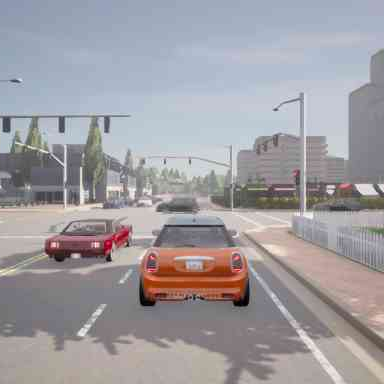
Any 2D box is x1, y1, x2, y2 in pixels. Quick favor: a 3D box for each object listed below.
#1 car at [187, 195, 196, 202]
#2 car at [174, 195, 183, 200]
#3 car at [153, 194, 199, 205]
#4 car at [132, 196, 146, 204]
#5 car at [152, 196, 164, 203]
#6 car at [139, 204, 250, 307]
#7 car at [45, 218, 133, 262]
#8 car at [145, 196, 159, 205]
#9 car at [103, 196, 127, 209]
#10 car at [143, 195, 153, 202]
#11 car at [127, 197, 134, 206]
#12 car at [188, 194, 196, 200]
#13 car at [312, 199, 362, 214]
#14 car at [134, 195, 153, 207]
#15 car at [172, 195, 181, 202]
[{"bbox_3d":[-0.046,1.531,77.503,2.033,1.411,5.357,0,0,0],"label":"car"},{"bbox_3d":[-3.552,1.425,87.774,1.994,1.385,4.181,0,0,0],"label":"car"},{"bbox_3d":[-1.435,1.352,34.645,4.553,1.767,2.097,0,0,0],"label":"car"},{"bbox_3d":[-10.569,1.563,66.445,1.994,1.385,4.181,0,0,0],"label":"car"},{"bbox_3d":[-7.041,1.595,69.411,1.895,1.301,4.718,0,0,0],"label":"car"},{"bbox_3d":[0.059,1.352,8.167,2.097,1.767,4.553,0,0,0],"label":"car"},{"bbox_3d":[-3.423,1.601,12.061,1.895,1.301,4.718,0,0,0],"label":"car"},{"bbox_3d":[-7.107,1.505,59.332,1.837,1.490,4.892,0,0,0],"label":"car"},{"bbox_3d":[-10.620,1.352,45.192,2.097,1.767,4.553,0,0,0],"label":"car"},{"bbox_3d":[-10.547,1.489,80.258,1.837,1.490,4.892,0,0,0],"label":"car"},{"bbox_3d":[-10.622,1.564,53.803,1.994,1.385,4.181,0,0,0],"label":"car"},{"bbox_3d":[-0.052,1.398,87.778,2.128,1.511,4.902,0,0,0],"label":"car"},{"bbox_3d":[15.169,1.491,34.928,4.902,1.511,2.128,0,0,-1],"label":"car"},{"bbox_3d":[-7.115,1.526,50.226,1.812,1.442,4.674,0,0,0],"label":"car"},{"bbox_3d":[-3.546,1.513,77.820,1.812,1.442,4.674,0,0,0],"label":"car"}]
